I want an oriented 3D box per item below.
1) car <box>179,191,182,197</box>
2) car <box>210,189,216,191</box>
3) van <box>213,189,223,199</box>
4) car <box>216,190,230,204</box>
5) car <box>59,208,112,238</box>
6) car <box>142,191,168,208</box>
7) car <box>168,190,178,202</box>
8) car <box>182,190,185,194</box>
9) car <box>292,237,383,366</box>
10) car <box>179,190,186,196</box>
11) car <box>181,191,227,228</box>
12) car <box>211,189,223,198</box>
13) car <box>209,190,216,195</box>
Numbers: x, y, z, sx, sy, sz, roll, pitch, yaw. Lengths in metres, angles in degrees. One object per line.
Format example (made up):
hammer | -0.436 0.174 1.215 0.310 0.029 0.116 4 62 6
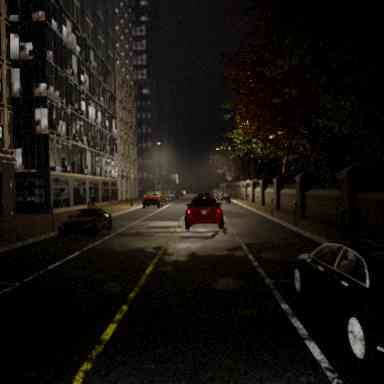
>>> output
car | -3.622 0.713 67.005 1.947 1.339 4.313 -1 1 2
car | 1.314 0.799 37.479 2.097 1.767 4.553 -1 1 2
van | 4.700 0.369 60.895 1.690 1.788 3.998 -1 1 2
car | 4.154 0.832 44.230 2.008 1.369 4.403 -1 1 2
car | -5.270 1.478 16.995 1.802 1.307 4.206 -1 1 2
car | -4.543 0.885 39.216 2.192 1.841 5.009 -1 1 2
car | -3.989 0.871 55.890 2.008 1.369 4.403 -1 1 2
car | -3.259 0.410 78.117 1.967 1.590 4.097 -1 1 2
car | 2.872 1.403 5.336 2.008 1.369 4.403 -1 1 2
car | -2.578 0.221 94.614 1.752 1.417 4.829 -1 1 2
car | 0.717 1.059 19.734 2.097 1.767 4.553 -1 1 2
car | 4.882 0.256 66.451 2.192 1.841 5.009 -1 1 2
car | 5.802 0.072 94.238 1.802 1.307 4.206 -1 1 2
